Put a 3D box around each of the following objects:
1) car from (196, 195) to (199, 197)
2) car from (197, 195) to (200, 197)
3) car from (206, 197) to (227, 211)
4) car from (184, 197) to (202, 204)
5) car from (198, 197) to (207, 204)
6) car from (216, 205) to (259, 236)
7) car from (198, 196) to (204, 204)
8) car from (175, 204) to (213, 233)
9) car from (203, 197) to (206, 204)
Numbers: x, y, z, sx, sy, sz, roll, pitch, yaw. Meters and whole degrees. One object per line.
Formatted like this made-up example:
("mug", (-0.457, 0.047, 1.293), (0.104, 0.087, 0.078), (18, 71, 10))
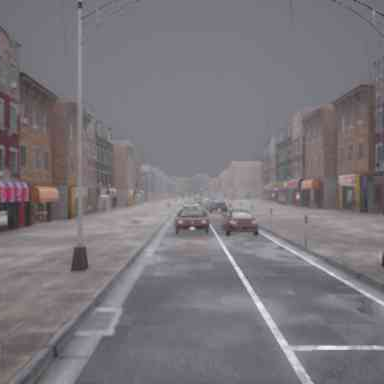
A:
("car", (2.299, 1.667, 67.452), (1.967, 1.590, 4.097), (0, 0, 0))
("car", (2.328, 1.777, 61.985), (1.802, 1.307, 4.206), (0, 0, 0))
("car", (2.839, 1.581, 37.155), (1.837, 1.490, 4.892), (0, 0, 0))
("car", (-0.110, 1.702, 42.335), (1.895, 1.301, 4.718), (0, 0, 0))
("car", (2.272, 1.843, 72.917), (1.802, 1.307, 4.206), (0, 0, 0))
("car", (2.550, 1.604, 18.250), (1.802, 1.307, 4.206), (0, 0, 0))
("car", (2.354, 1.692, 56.688), (1.752, 1.417, 4.829), (0, 0, 0))
("car", (0.000, 1.629, 19.737), (1.895, 1.301, 4.718), (0, 0, 0))
("car", (2.807, 1.631, 44.156), (1.812, 1.442, 4.674), (0, 0, 0))
